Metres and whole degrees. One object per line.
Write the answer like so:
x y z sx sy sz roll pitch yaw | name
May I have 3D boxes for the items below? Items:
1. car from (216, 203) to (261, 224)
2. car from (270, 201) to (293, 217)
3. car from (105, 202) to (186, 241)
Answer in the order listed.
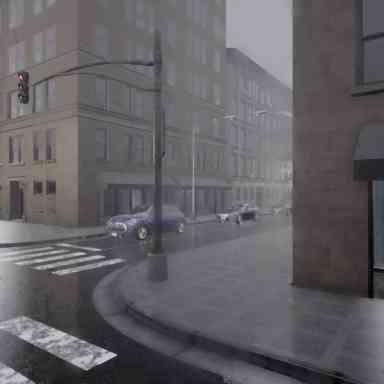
3.681 1.629 25.951 2.128 1.511 4.902 0 0 36 | car
9.729 1.684 34.450 2.128 1.511 4.902 0 0 35 | car
-2.335 1.432 17.538 2.097 1.767 4.553 0 0 36 | car
